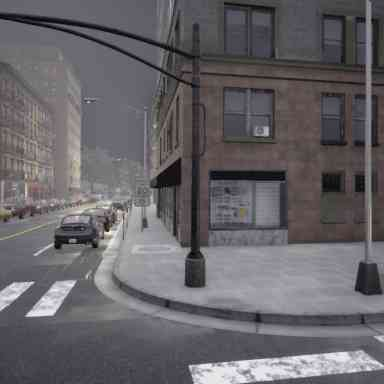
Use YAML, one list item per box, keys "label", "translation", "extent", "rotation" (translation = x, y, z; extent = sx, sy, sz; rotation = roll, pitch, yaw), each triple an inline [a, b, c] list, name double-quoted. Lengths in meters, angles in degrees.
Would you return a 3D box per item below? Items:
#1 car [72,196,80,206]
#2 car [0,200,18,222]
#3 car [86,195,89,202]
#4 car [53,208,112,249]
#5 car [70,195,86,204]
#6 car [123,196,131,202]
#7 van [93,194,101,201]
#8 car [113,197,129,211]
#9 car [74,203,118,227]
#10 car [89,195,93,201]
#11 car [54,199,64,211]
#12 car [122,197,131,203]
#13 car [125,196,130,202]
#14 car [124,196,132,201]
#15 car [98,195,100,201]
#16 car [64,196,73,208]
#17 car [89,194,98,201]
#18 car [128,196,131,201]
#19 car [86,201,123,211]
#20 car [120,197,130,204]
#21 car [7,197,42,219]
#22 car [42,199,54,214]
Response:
- label: "car"
  translation: [-19.090, 1.679, 51.207]
  extent: [1.947, 1.339, 4.313]
  rotation: [0, 0, -9]
- label: "car"
  translation: [-14.566, 1.569, 24.000]
  extent: [1.752, 1.417, 4.829]
  rotation: [0, 0, -9]
- label: "car"
  translation: [-20.860, 1.666, 61.855]
  extent: [1.752, 1.417, 4.829]
  rotation: [0, 0, -9]
- label: "car"
  translation: [-4.852, 1.607, 14.677]
  extent: [2.008, 1.369, 4.403]
  rotation: [0, 0, -9]
- label: "car"
  translation: [-19.988, 1.442, 56.616]
  extent: [2.192, 1.841, 5.009]
  rotation: [0, 0, -9]
- label: "car"
  translation: [-16.566, 1.790, 84.973]
  extent: [2.008, 1.369, 4.403]
  rotation: [0, 0, -9]
- label: "van"
  translation: [-25.383, 1.555, 89.063]
  extent: [1.690, 1.788, 3.998]
  rotation: [0, 0, -9]
- label: "car"
  translation: [-9.358, 1.676, 41.713]
  extent: [2.008, 1.369, 4.403]
  rotation: [0, 0, -9]
- label: "car"
  translation: [-5.753, 1.615, 20.084]
  extent: [1.887, 1.381, 4.507]
  rotation: [0, 0, -9]
- label: "car"
  translation: [-21.788, 1.737, 67.430]
  extent: [1.802, 1.307, 4.206]
  rotation: [0, 0, -9]
- label: "car"
  translation: [-17.291, 1.525, 40.392]
  extent: [1.967, 1.590, 4.097]
  rotation: [0, 0, -9]
- label: "car"
  translation: [-15.665, 1.806, 79.565]
  extent: [1.802, 1.307, 4.206]
  rotation: [0, 0, -9]
- label: "car"
  translation: [-10.259, 1.690, 47.121]
  extent: [2.008, 1.369, 4.403]
  rotation: [0, 0, -9]
- label: "car"
  translation: [-17.467, 1.819, 90.380]
  extent: [1.947, 1.339, 4.313]
  rotation: [0, 0, -9]
- label: "car"
  translation: [-23.584, 1.499, 78.247]
  extent: [2.192, 1.841, 5.009]
  rotation: [0, 0, -9]
- label: "car"
  translation: [-18.191, 1.650, 45.799]
  extent: [2.008, 1.369, 4.403]
  rotation: [0, 0, -9]
- label: "car"
  translation: [-22.685, 1.485, 72.839]
  extent: [2.192, 1.841, 5.009]
  rotation: [0, 0, -9]
- label: "car"
  translation: [-11.159, 1.593, 52.529]
  extent: [1.967, 1.590, 4.097]
  rotation: [0, 0, -9]
- label: "car"
  translation: [-6.654, 1.635, 25.491]
  extent: [2.008, 1.369, 4.403]
  rotation: [0, 0, -9]
- label: "car"
  translation: [-13.863, 1.740, 68.751]
  extent: [1.887, 1.381, 4.507]
  rotation: [0, 0, -9]
- label: "car"
  translation: [-15.492, 1.373, 29.577]
  extent: [2.192, 1.841, 5.009]
  rotation: [0, 0, -9]
- label: "car"
  translation: [-16.392, 1.512, 34.984]
  extent: [1.967, 1.590, 4.097]
  rotation: [0, 0, -9]
